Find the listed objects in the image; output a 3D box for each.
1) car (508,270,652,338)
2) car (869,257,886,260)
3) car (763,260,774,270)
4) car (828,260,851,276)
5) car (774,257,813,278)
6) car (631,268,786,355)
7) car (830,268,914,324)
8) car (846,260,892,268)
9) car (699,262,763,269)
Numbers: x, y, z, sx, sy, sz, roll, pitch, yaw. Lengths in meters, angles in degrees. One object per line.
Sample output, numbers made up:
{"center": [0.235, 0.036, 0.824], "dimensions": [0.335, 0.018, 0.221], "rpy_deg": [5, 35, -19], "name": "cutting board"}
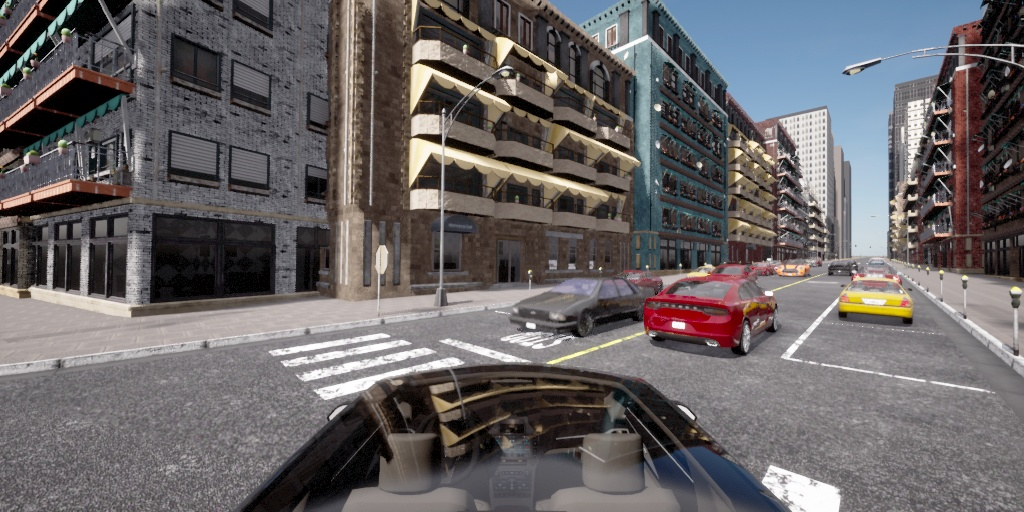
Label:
{"center": [2.379, 1.311, 10.592], "dimensions": [5.357, 1.411, 2.033], "rpy_deg": [0, 0, -44], "name": "car"}
{"center": [43.623, 1.213, 42.849], "dimensions": [4.097, 1.591, 1.967], "rpy_deg": [0, 0, -44], "name": "car"}
{"center": [25.845, 1.334, 37.171], "dimensions": [4.507, 1.381, 1.888], "rpy_deg": [0, 0, -44], "name": "car"}
{"center": [34.239, 1.283, 37.300], "dimensions": [4.892, 1.490, 1.837], "rpy_deg": [0, 0, -45], "name": "car"}
{"center": [27.719, 1.133, 35.252], "dimensions": [4.553, 1.767, 2.097], "rpy_deg": [0, 0, -44], "name": "car"}
{"center": [5.094, 1.235, 8.891], "dimensions": [5.008, 1.535, 1.882], "rpy_deg": [0, 0, -44], "name": "car"}
{"center": [12.073, 1.283, 11.957], "dimensions": [4.829, 1.417, 1.751], "rpy_deg": [0, 0, -44], "name": "car"}
{"center": [19.870, 1.204, 19.590], "dimensions": [4.097, 1.591, 1.967], "rpy_deg": [0, 0, -44], "name": "car"}
{"center": [12.531, 1.252, 20.509], "dimensions": [5.008, 1.535, 1.882], "rpy_deg": [-1, 1, -44], "name": "car"}
